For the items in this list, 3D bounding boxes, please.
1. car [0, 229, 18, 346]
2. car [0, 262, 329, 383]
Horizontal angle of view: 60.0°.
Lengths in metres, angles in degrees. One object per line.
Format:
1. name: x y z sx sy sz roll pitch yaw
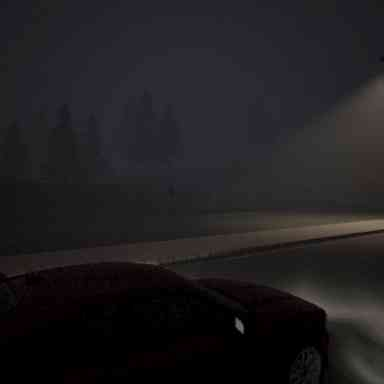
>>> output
1. car: -5.215 1.478 4.325 5.008 1.535 1.882 0 0 -36
2. car: -0.660 1.477 3.275 5.008 1.535 1.882 0 0 -35
